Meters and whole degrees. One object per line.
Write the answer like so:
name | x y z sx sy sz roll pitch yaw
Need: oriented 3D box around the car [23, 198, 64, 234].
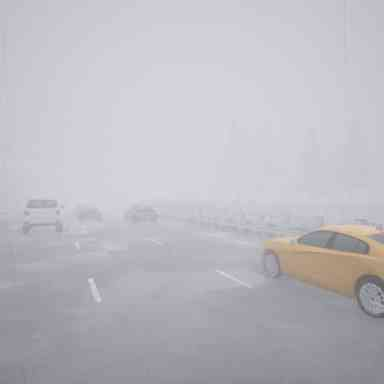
car | -9.604 1.462 21.588 2.150 2.045 5.566 0 -2 -22

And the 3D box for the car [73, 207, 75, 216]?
car | -13.461 2.164 40.607 2.033 1.411 5.357 0 -1 -22

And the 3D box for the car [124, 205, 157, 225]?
car | -4.221 1.778 26.972 2.128 1.511 4.902 0 -1 -22

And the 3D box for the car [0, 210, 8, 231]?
car | -13.755 1.825 22.536 1.812 1.442 4.674 0 -1 -22

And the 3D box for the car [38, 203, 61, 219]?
car | -15.557 2.053 36.434 2.128 1.511 4.902 0 -1 -22

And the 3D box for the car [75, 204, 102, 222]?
car | -9.633 1.935 31.045 1.812 1.442 4.674 0 -1 -22

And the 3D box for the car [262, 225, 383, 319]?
car | 3.547 1.492 7.608 1.882 1.535 5.008 0 0 -22
